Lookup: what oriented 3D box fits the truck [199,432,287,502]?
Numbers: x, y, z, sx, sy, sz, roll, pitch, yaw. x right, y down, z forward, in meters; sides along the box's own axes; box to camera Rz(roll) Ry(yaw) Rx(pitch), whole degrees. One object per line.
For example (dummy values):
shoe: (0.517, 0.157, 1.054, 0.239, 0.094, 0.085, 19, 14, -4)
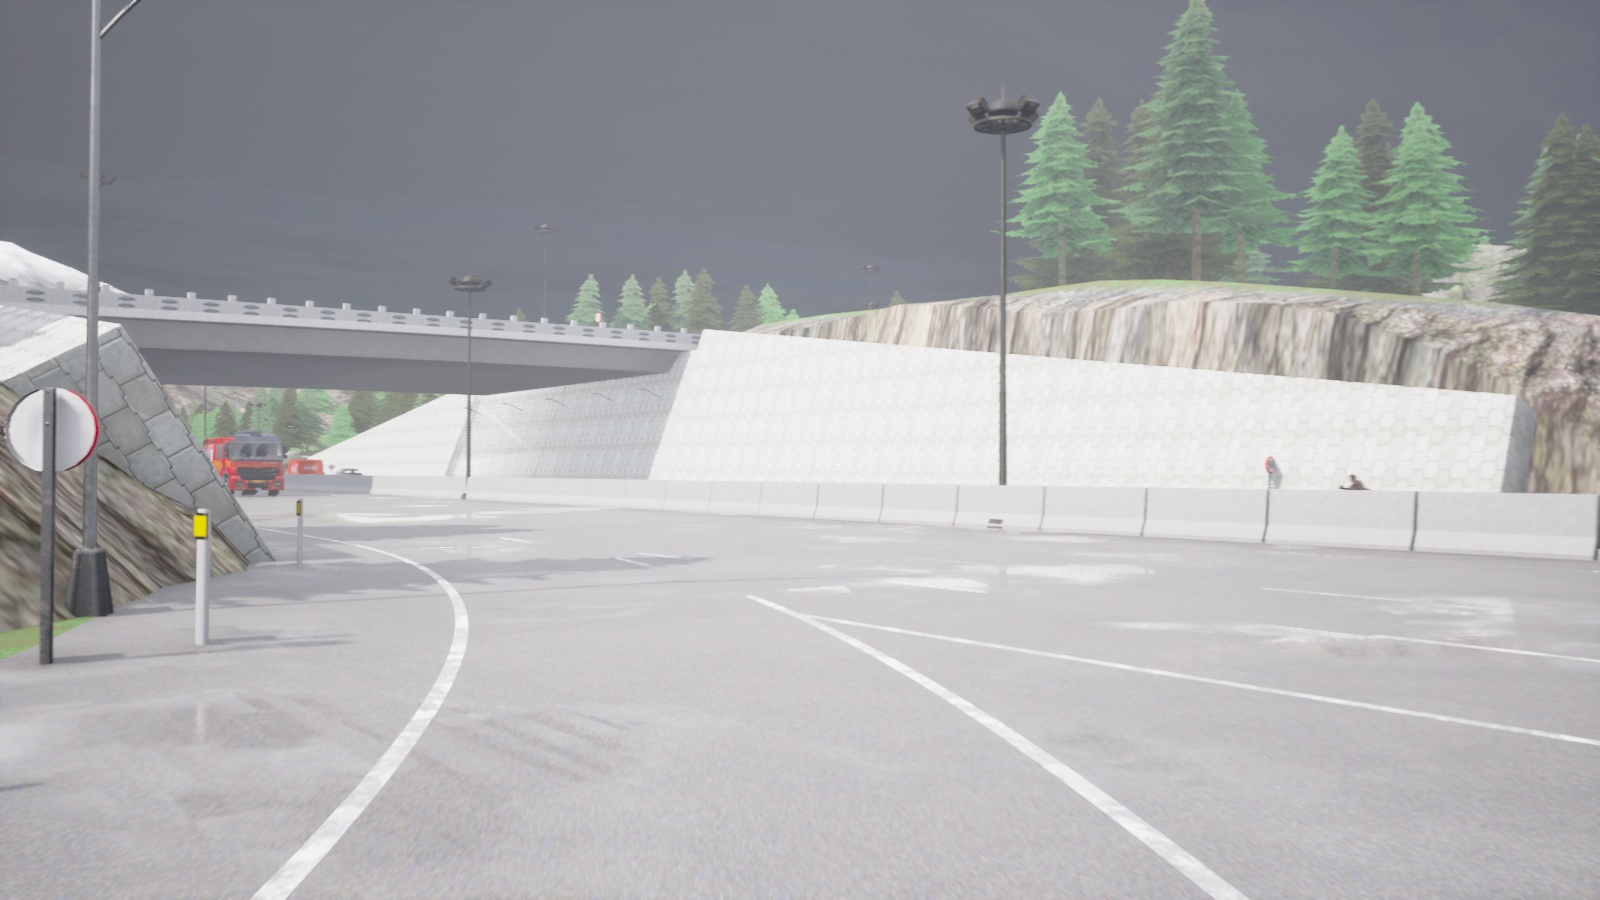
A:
truck: (-32.402, 1.025, 72.862, 2.891, 3.827, 8.468, 0, -1, -36)
